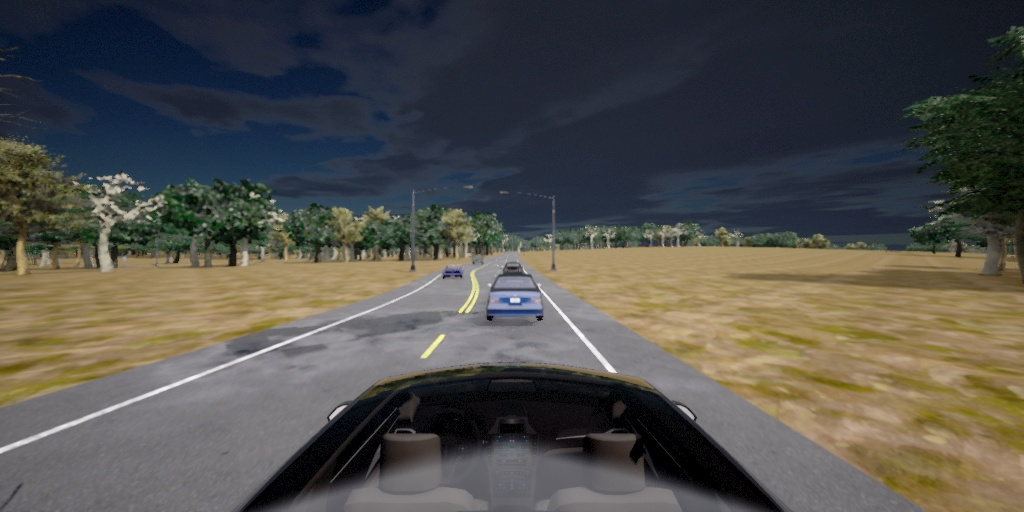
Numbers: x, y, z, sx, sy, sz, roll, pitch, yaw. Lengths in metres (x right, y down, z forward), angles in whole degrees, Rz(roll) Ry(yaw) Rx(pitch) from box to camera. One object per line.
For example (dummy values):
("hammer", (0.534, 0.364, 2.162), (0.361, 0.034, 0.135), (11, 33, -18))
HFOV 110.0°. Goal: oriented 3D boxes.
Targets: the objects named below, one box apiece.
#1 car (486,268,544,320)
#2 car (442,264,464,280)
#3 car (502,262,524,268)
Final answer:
("car", (0.092, 1.324, 12.759), (2.033, 1.411, 5.357), (0, 0, 0))
("car", (-5.277, 1.418, 32.450), (1.895, 1.301, 4.718), (0, 0, -7))
("car", (0.092, 1.322, 33.125), (1.837, 1.490, 4.892), (0, 0, 0))
